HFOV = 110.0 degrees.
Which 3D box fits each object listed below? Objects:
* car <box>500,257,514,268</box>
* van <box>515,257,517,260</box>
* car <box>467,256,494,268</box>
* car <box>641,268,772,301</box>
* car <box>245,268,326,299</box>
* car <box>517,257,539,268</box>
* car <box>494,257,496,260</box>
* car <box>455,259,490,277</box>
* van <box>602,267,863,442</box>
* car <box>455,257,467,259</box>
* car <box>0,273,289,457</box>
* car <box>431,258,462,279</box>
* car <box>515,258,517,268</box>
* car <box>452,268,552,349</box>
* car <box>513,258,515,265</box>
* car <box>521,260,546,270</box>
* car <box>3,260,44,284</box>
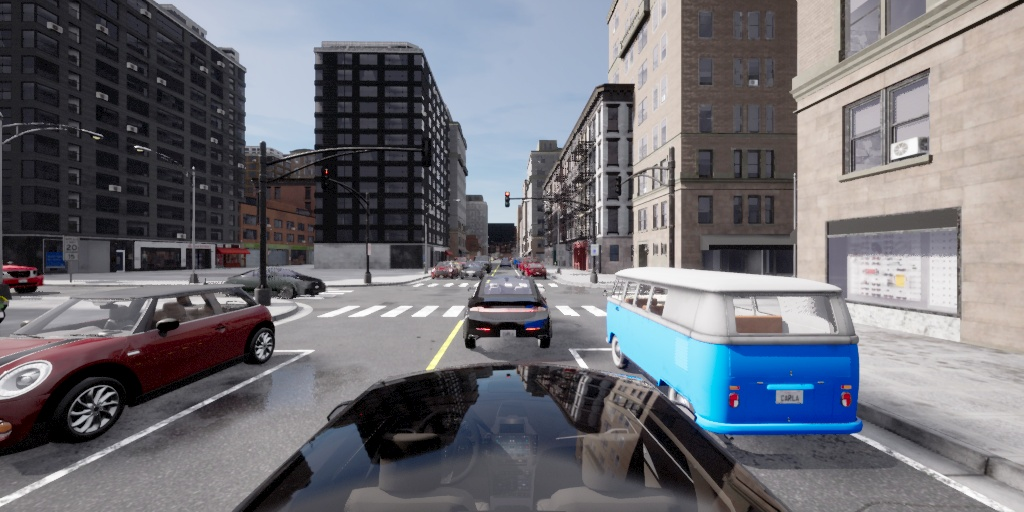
[{"bbox_3d":[-1.124,1.309,62.268,1.994,1.385,4.181,0,0,-1],"label":"car"},{"bbox_3d":[1.674,1.089,53.743,1.690,1.789,3.998,0,0,-1],"label":"van"},{"bbox_3d":[-3.581,0.972,41.768,2.150,2.045,5.566,0,0,0],"label":"car"},{"bbox_3d":[9.375,1.357,17.625,5.357,1.411,2.033,0,0,-1],"label":"car"},{"bbox_3d":[-11.150,1.264,16.967,4.181,1.385,1.994,0,0,4],"label":"car"},{"bbox_3d":[1.979,1.065,37.516,2.192,1.841,5.009,0,0,-1],"label":"car"},{"bbox_3d":[-3.776,1.296,52.170,2.033,1.411,5.357,0,0,-1],"label":"car"},{"bbox_3d":[-3.392,1.242,31.606,2.128,1.511,4.902,0,0,-1],"label":"car"},{"bbox_3d":[2.585,1.091,5.233,1.690,1.789,3.998,0,0,-1],"label":"van"},{"bbox_3d":[-6.146,1.065,42.774,2.192,1.841,5.009,0,0,-1],"label":"car"},{"bbox_3d":[-5.439,1.190,5.082,1.967,1.591,4.097,0,0,-1],"label":"car"},{"bbox_3d":[-5.943,1.190,31.957,1.967,1.591,4.097,0,0,-1],"label":"car"},{"bbox_3d":[1.776,1.294,48.334,1.888,1.381,4.507,0,0,-1],"label":"car"},{"bbox_3d":[-0.125,1.242,9.167,2.128,1.511,4.902,0,0,-1],"label":"car"},{"bbox_3d":[1.573,1.312,59.151,1.948,1.339,4.313,0,0,-1],"label":"car"},{"bbox_3d":[2.081,1.295,32.108,1.888,1.381,4.507,0,0,-1],"label":"car"},{"bbox_3d":[-26.002,0.840,16.925,5.566,2.045,2.150,0,0,-2],"label":"car"}]
